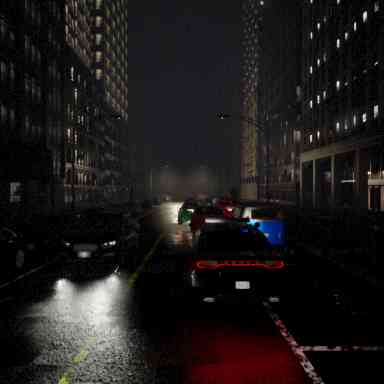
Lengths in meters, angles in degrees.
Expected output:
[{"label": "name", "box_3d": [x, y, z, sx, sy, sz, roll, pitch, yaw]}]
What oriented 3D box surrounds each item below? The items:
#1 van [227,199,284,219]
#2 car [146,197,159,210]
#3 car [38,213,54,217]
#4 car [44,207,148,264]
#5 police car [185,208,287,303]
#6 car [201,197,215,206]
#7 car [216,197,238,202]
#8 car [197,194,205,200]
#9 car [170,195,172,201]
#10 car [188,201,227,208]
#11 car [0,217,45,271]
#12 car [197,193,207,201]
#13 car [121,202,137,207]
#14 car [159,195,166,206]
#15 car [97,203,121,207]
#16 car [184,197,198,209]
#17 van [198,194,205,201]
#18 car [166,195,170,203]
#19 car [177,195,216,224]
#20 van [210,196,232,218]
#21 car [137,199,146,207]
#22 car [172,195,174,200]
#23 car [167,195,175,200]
[{"label": "van", "box_3d": [2.646, 1.338, 13.952, 1.690, 1.788, 3.998, -1, 0, 0]}, {"label": "car", "box_3d": [-5.805, 1.541, 42.349, 2.008, 1.369, 4.403, -1, 0, 0]}, {"label": "car", "box_3d": [-5.733, 1.563, 13.931, 1.947, 1.339, 4.313, -1, 0, 0]}, {"label": "car", "box_3d": [-3.030, 1.489, 11.789, 2.128, 1.511, 4.902, 0, 0, 0]}, {"label": "police car", "box_3d": [0.879, 1.423, 8.403, 1.930, 1.638, 5.238, 0, 0, 0]}, {"label": "car", "box_3d": [2.546, 1.538, 53.737, 2.008, 1.369, 4.403, -1, 0, 0]}, {"label": "car", "box_3d": [2.616, 1.309, 25.319, 2.192, 1.841, 5.009, -1, 0, 0]}, {"label": "car", "box_3d": [2.444, 1.414, 93.523, 1.967, 1.590, 4.097, -1, 0, 0]}, {"label": "car", "box_3d": [-5.879, 1.422, 70.767, 1.967, 1.590, 4.097, -1, 0, 0]}, {"label": "car", "box_3d": [0.854, 1.474, 18.294, 1.882, 1.535, 5.008, 0, 0, 0]}, {"label": "car", "box_3d": [-5.718, 1.549, 8.247, 2.008, 1.369, 4.403, -1, 0, 0]}, {"label": "car", "box_3d": [2.472, 1.293, 82.156, 2.192, 1.841, 5.009, -1, 0, 0]}, {"label": "car", "box_3d": [-5.762, 1.545, 25.298, 2.008, 1.369, 4.403, -1, 0, 0]}, {"label": "car", "box_3d": [-5.834, 1.538, 53.716, 2.008, 1.369, 4.403, -1, 0, 0]}, {"label": "car", "box_3d": [-5.747, 1.540, 19.614, 1.887, 1.381, 4.507, -1, 0, 0]}, {"label": "car", "box_3d": [-0.093, 1.515, 46.318, 1.812, 1.442, 4.674, 0, 0, 0]}, {"label": "van", "box_3d": [2.458, 1.317, 87.839, 1.690, 1.788, 3.998, -1, 0, 0]}, {"label": "car", "box_3d": [-5.863, 1.566, 65.083, 1.802, 1.307, 4.206, -1, 0, 0]}, {"label": "car", "box_3d": [0.321, 1.346, 24.389, 2.097, 1.767, 4.553, 0, 0, 8]}, {"label": "van", "box_3d": [2.602, 1.334, 31.003, 1.690, 1.788, 3.998, -1, 0, 0]}, {"label": "car", "box_3d": [-5.776, 1.575, 30.982, 1.802, 1.307, 4.206, -1, 0, 0]}, {"label": "car", "box_3d": [-5.906, 1.504, 81.964, 1.752, 1.417, 4.829, -1, 0, 0]}, {"label": "car", "box_3d": [-5.936, 1.540, 93.502, 1.947, 1.339, 4.313, -1, 0, 0]}]
